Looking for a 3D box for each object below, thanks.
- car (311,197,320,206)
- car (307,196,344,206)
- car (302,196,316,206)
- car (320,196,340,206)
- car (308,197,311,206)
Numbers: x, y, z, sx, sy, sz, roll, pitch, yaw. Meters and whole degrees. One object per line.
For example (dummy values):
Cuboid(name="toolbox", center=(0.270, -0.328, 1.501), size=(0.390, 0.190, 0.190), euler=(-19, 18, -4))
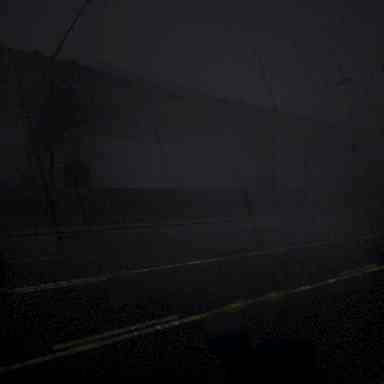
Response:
Cuboid(name="car", center=(17.074, 1.450, 48.531), size=(2.038, 1.542, 4.974), euler=(0, 0, 18))
Cuboid(name="car", center=(20.985, 1.450, 52.290), size=(4.974, 1.542, 2.038), euler=(0, 0, -7))
Cuboid(name="car", center=(17.090, 1.293, 48.580), size=(1.853, 1.218, 4.536), euler=(0, 0, 18))
Cuboid(name="car", center=(20.933, 1.293, 52.283), size=(4.536, 1.218, 1.853), euler=(0, 0, -7))
Cuboid(name="car", center=(13.329, 1.450, 45.846), size=(4.974, 1.542, 2.038), euler=(0, 0, 8))
